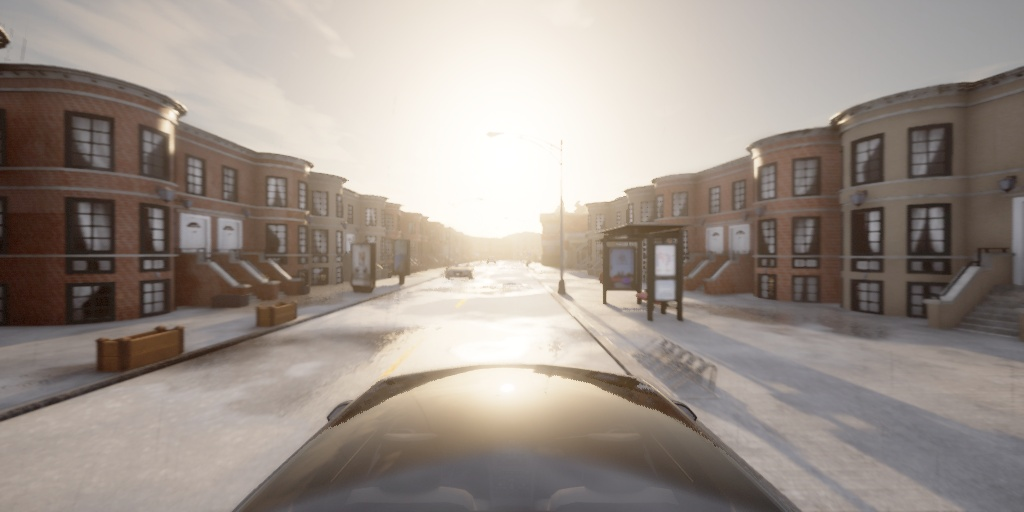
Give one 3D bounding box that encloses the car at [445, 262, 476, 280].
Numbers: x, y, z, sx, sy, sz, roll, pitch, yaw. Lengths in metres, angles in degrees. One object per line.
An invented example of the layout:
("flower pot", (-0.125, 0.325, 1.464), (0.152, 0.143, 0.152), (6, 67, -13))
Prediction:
("car", (-4.095, 1.189, 29.134), (1.994, 1.385, 4.181), (0, 0, 0))
